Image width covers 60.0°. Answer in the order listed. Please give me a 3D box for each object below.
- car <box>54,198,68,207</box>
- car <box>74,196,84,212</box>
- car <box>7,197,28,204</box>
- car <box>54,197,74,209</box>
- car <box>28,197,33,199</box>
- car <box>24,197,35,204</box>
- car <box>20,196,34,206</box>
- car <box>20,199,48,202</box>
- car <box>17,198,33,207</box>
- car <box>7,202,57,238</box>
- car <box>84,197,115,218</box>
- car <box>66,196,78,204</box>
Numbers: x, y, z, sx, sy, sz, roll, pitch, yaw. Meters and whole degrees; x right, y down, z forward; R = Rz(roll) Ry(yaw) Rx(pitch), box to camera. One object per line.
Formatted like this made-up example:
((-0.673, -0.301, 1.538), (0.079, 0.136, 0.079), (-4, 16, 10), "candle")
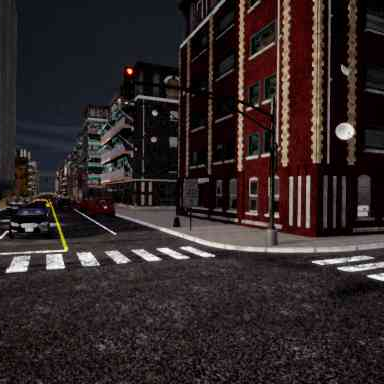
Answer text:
((-21.906, 1.724, 55.530), (1.994, 1.385, 4.181), (1, 0, -24), "car")
((-12.960, 1.468, 41.412), (2.192, 1.841, 5.009), (1, 0, -24), "car")
((-20.188, 1.597, 38.266), (2.008, 1.369, 4.403), (1, 0, -24), "car")
((-17.869, 1.641, 46.512), (1.837, 1.490, 4.892), (1, 0, -24), "car")
((-16.545, 1.551, 36.329), (1.882, 1.535, 5.008), (1, 0, -24), "car")
((-33.701, 1.711, 68.983), (1.802, 1.307, 4.206), (1, 0, -24), "car")
((-29.158, 1.542, 58.759), (1.967, 1.590, 4.097), (1, 0, -24), "car")
((-12.422, 1.571, 26.687), (1.812, 1.442, 4.674), (1, 0, -23), "car")
((-26.885, 1.639, 53.650), (2.008, 1.369, 4.403), (1, 0, -24), "car")
((-8.603, 1.513, 17.850), (2.128, 1.511, 4.902), (1, 0, -23), "car")
((-8.496, 1.440, 31.156), (2.192, 1.841, 5.009), (1, 0, -24), "car")
((-25.444, 1.675, 70.410), (1.967, 1.590, 4.097), (1, 0, -24), "car")
